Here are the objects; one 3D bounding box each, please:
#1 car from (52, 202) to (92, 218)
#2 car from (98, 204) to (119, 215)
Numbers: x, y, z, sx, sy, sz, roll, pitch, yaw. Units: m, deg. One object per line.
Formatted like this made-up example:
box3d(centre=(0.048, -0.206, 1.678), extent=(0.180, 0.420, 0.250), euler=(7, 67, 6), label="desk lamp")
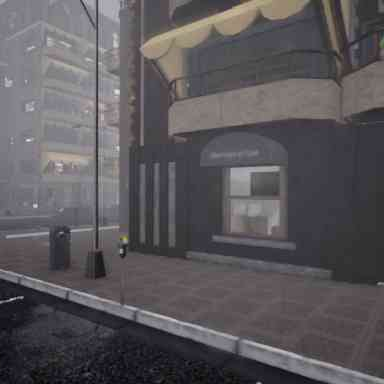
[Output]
box3d(centre=(-12.722, 1.845, 35.253), extent=(1.967, 1.590, 4.097), euler=(-1, -2, 35), label="car")
box3d(centre=(-9.441, 2.088, 39.879), extent=(1.802, 1.307, 4.206), euler=(-1, -2, 35), label="car")
